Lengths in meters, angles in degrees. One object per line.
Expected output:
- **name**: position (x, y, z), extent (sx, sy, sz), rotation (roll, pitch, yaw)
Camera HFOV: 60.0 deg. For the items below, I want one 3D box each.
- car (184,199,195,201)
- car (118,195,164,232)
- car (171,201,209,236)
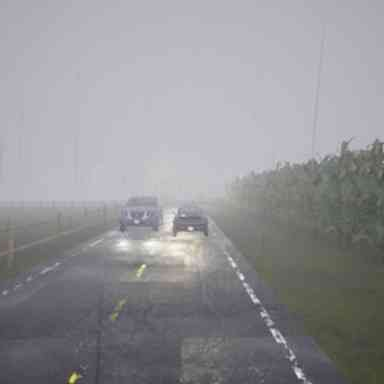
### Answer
- **car**: position (-0.297, 1.555, 40.858), extent (1.994, 1.385, 4.181), rotation (0, 0, -1)
- **car**: position (-2.941, 1.226, 20.335), extent (2.150, 2.045, 5.566), rotation (0, 0, 0)
- **car**: position (-0.083, 1.501, 18.536), extent (1.837, 1.490, 4.892), rotation (0, 1, 0)
